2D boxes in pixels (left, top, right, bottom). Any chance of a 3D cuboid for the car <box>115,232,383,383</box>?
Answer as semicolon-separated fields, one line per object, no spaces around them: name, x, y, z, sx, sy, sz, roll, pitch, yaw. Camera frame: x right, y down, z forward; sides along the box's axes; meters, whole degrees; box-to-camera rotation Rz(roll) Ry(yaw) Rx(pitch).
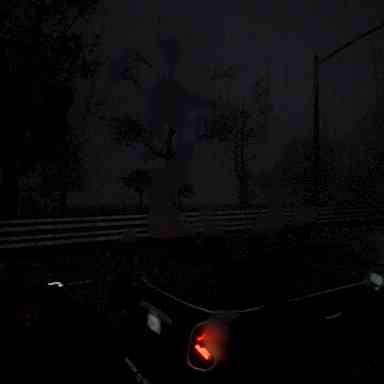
car;1.372;1.355;4.593;4.553;1.767;2.097;0;0;-34

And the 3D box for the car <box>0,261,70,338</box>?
car;-4.298;1.526;4.951;4.674;1.442;1.812;0;0;-35
